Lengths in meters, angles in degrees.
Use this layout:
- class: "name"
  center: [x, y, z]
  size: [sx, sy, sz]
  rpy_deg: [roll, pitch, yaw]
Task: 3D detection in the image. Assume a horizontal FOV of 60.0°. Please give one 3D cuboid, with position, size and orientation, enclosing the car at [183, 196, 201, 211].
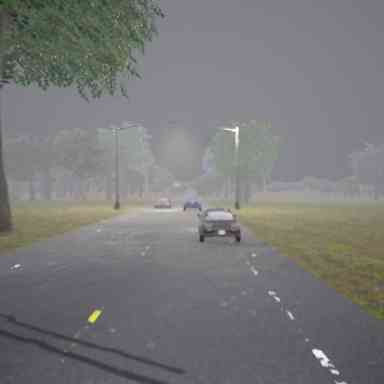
- class: "car"
  center: [0.048, 1.266, 39.830]
  size: [2.097, 1.767, 4.553]
  rpy_deg: [0, 0, 0]

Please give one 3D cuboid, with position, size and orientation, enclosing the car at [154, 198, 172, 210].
- class: "car"
  center: [-3.580, 1.475, 41.955]
  size: [1.994, 1.385, 4.181]
  rpy_deg: [0, 0, 0]

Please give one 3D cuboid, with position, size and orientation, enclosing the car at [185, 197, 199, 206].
- class: "car"
  center: [0.008, 1.467, 52.448]
  size: [1.994, 1.385, 4.181]
  rpy_deg: [0, 0, 0]

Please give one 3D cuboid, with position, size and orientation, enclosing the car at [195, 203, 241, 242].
- class: "car"
  center: [1.227, 1.480, 15.968]
  size: [1.812, 1.442, 4.674]
  rpy_deg: [0, 0, 0]
